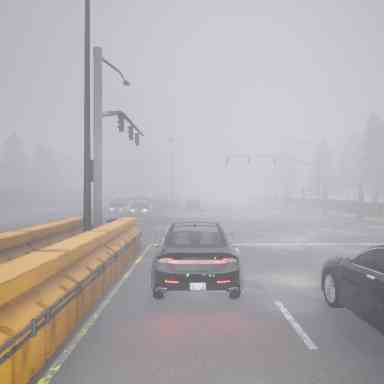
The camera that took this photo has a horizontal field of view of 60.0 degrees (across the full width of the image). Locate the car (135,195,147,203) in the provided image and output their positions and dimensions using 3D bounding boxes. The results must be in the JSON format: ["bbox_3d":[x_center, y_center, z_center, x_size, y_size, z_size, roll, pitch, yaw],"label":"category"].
[{"bbox_3d":[-10.575,1.478,69.111,1.882,1.535,5.008,0,0,0],"label":"car"}]

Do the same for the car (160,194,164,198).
[{"bbox_3d":[-7.108,1.526,65.836,1.812,1.442,4.674,0,0,0],"label":"car"}]

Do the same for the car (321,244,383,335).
[{"bbox_3d":[3.596,1.505,5.027,1.837,1.490,4.892,0,0,0],"label":"car"}]

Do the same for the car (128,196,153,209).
[{"bbox_3d":[-7.149,1.352,46.548,2.097,1.767,4.553,0,0,0],"label":"car"}]

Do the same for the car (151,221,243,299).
[{"bbox_3d":[0.075,1.492,8.440,2.128,1.511,4.902,0,0,-1],"label":"car"}]

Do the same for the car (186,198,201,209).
[{"bbox_3d":[0.115,1.525,44.629,1.812,1.442,4.674,0,0,0],"label":"car"}]

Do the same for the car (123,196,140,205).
[{"bbox_3d":[-10.641,1.491,59.022,2.128,1.511,4.902,0,0,0],"label":"car"}]

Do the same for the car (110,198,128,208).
[{"bbox_3d":[-10.651,1.547,49.236,2.033,1.411,5.357,0,0,0],"label":"car"}]

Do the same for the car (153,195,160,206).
[{"bbox_3d":[-7.149,1.547,56.022,2.033,1.411,5.357,0,0,0],"label":"car"}]

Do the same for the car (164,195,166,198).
[{"bbox_3d":[-7.083,1.355,75.811,2.097,1.767,4.553,0,0,0],"label":"car"}]
